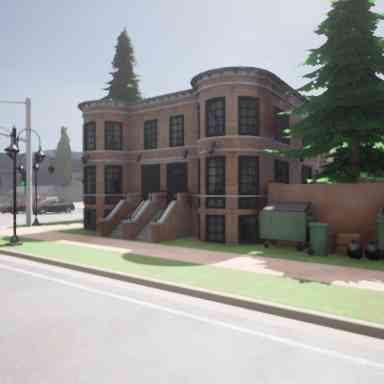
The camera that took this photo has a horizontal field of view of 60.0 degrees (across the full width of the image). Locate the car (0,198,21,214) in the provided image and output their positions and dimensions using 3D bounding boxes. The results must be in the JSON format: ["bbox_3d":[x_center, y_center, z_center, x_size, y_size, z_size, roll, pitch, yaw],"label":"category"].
[{"bbox_3d":[-17.946,1.368,35.184,2.097,1.767,4.553,0,0,34],"label":"car"}]

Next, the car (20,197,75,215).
[{"bbox_3d":[-14.446,1.519,34.099,1.837,1.490,4.892,0,0,34],"label":"car"}]
